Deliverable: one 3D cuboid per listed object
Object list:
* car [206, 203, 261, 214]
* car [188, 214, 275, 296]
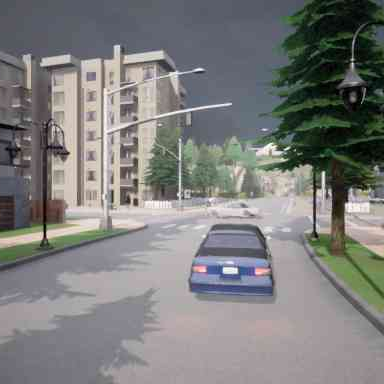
[{"bbox_3d":[3.655,1.622,29.435,4.718,1.301,1.895,0,0,19],"label":"car"},{"bbox_3d":[1.137,1.547,8.833,2.033,1.411,5.357,0,0,9],"label":"car"}]
